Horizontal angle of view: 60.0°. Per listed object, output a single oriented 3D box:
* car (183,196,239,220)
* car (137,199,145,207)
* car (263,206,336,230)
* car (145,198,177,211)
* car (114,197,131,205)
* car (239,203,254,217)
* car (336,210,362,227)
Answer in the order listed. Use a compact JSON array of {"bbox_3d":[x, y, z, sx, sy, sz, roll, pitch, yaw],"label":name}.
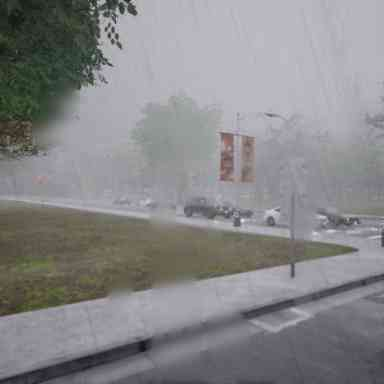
[{"bbox_3d":[1.365,1.376,30.628,2.150,2.045,5.566,1,0,-35],"label":"car"},{"bbox_3d":[-7.128,1.724,54.052,1.812,1.442,4.674,1,0,-36],"label":"car"},{"bbox_3d":[6.976,1.689,22.720,1.812,1.442,4.674,1,0,-36],"label":"car"},{"bbox_3d":[-3.829,1.651,43.522,1.882,1.535,5.008,1,0,-35],"label":"car"},{"bbox_3d":[-13.125,1.721,62.461,1.812,1.442,4.674,1,0,-35],"label":"car"},{"bbox_3d":[3.933,1.685,32.616,1.837,1.490,4.892,1,0,-36],"label":"car"},{"bbox_3d":[9.611,1.737,24.714,2.033,1.411,5.357,1,0,-33],"label":"car"}]
